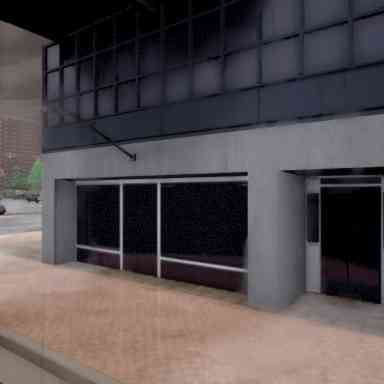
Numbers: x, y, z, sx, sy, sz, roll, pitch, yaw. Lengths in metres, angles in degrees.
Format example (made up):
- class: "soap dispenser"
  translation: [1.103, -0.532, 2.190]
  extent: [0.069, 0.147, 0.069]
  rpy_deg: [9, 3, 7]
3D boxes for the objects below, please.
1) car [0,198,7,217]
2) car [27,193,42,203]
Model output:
- class: "car"
  translation: [-17.822, 1.491, 27.153]
  extent: [2.128, 1.511, 4.902]
  rpy_deg: [0, 0, 36]
- class: "car"
  translation: [-30.160, 1.153, 64.684]
  extent: [4.605, 1.855, 1.932]
  rpy_deg: [0, 0, 35]
